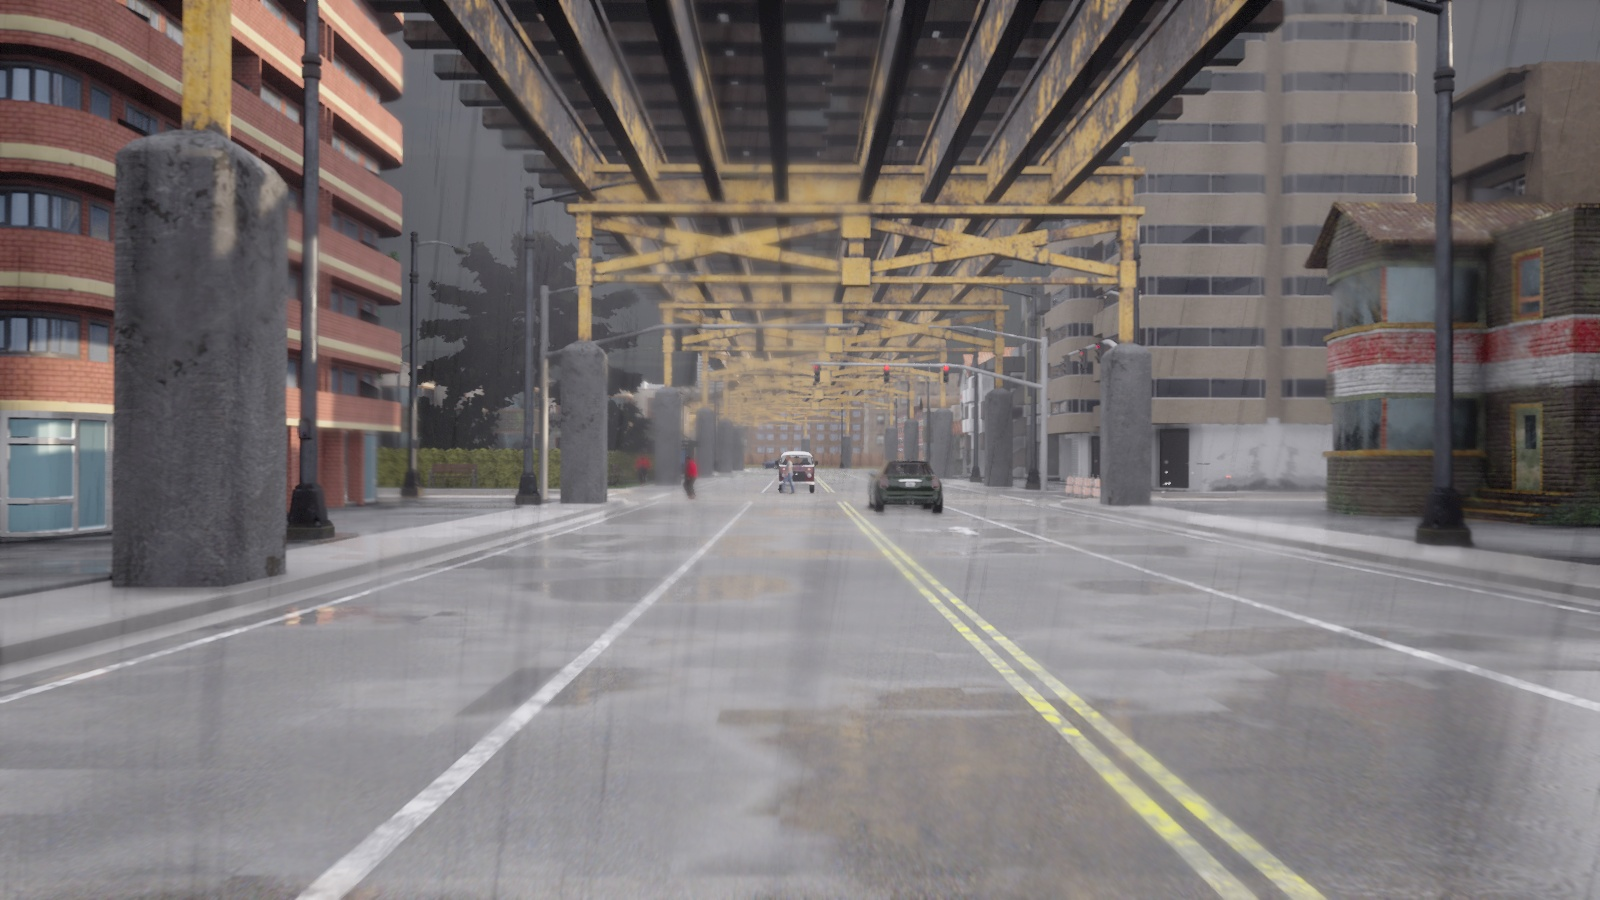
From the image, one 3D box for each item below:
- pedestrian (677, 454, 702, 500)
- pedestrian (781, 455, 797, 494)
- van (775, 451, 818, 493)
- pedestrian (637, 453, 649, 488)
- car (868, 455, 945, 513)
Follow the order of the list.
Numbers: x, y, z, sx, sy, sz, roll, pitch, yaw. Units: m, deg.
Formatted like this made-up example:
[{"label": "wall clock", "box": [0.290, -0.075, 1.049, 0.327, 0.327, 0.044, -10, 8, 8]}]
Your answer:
[{"label": "pedestrian", "box": [-4.444, 1.100, 50.599, 0.899, 1.844, 0.634, 0, 0, 7]}, {"label": "pedestrian", "box": [-0.531, 1.139, 59.145, 0.706, 1.836, 0.354, 0, 0, -3]}, {"label": "van", "box": [-0.161, 1.085, 62.758, 2.069, 2.038, 4.480, 0, 0, 0]}, {"label": "pedestrian", "box": [-8.287, 1.079, 66.234, 0.634, 1.844, 0.899, 0, 0, -8]}, {"label": "car", "box": [3.395, 1.069, 40.917, 2.097, 1.767, 4.553, 0, 0, 0]}]
